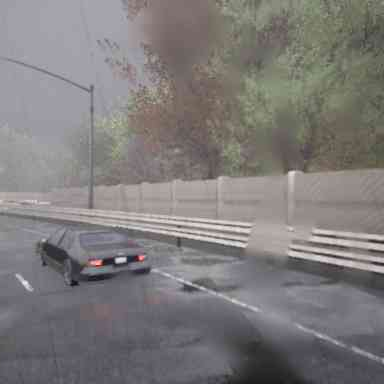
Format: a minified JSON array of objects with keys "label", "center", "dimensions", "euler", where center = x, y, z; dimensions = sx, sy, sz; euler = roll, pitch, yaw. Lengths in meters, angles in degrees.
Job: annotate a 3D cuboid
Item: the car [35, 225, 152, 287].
[{"label":"car","center":[-3.167,1.687,9.893],"dimensions":[2.033,1.411,5.357],"euler":[1,-1,-36]}]
